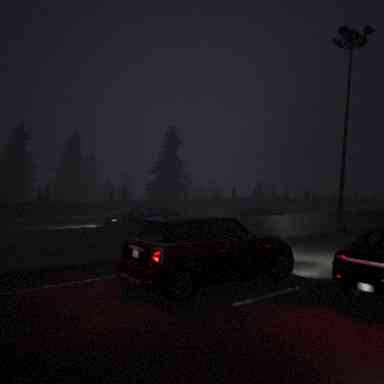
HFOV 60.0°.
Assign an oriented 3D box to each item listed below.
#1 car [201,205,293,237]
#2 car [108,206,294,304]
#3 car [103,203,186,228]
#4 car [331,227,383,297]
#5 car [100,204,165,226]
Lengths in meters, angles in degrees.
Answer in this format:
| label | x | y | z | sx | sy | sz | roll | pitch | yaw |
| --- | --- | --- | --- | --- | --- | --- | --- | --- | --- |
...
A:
| label | x | y | z | sx | sy | sz | roll | pitch | yaw |
| --- | --- | --- | --- | --- | --- | --- | --- | --- | --- |
| car | 3.276 | 1.551 | 19.223 | 5.357 | 1.411 | 2.033 | 0 | 0 | -35 |
| car | 0.513 | 1.353 | 8.411 | 4.553 | 1.767 | 2.097 | 0 | 0 | -35 |
| car | -3.221 | 1.551 | 23.187 | 5.357 | 1.411 | 2.033 | 0 | 0 | -35 |
| car | 5.085 | 1.493 | 7.371 | 4.902 | 1.511 | 2.128 | 0 | 0 | -35 |
| car | -2.807 | 1.494 | 19.184 | 4.902 | 1.511 | 2.128 | 0 | 0 | -35 |
